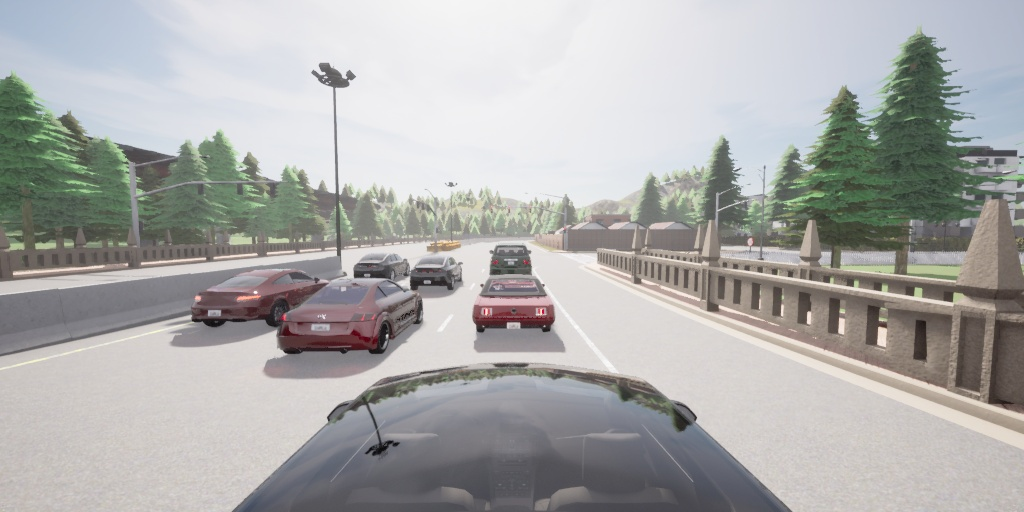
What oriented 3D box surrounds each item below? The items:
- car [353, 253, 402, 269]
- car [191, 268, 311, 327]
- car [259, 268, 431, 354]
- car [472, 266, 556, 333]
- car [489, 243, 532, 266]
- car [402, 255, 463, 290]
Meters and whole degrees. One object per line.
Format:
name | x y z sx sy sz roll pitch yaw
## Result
car | -7.080 0.552 19.874 1.837 1.490 4.892 0 3 -1
car | -6.985 1.080 10.681 1.812 1.442 4.674 0 2 -1
car | -3.466 1.197 8.477 1.994 1.385 4.181 0 2 0
car | 0.022 1.175 10.178 1.895 1.301 4.718 0 2 -1
car | -0.078 0.274 19.889 2.150 2.045 5.566 0 3 -1
car | -3.554 0.703 17.352 1.837 1.490 4.892 0 3 -1
